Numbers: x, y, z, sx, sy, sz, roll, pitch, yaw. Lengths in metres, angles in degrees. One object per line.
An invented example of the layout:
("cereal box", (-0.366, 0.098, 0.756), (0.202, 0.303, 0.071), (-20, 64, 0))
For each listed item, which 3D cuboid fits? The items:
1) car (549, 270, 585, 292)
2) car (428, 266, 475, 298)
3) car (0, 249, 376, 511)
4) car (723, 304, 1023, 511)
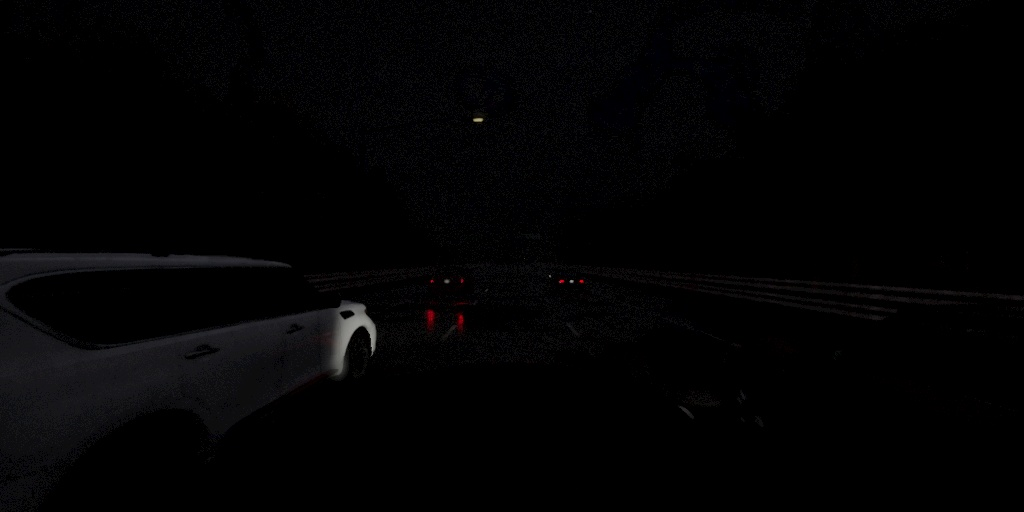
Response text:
("car", (3.614, 1.626, 24.186), (2.033, 1.411, 5.357), (0, -1, 0))
("car", (-3.389, 1.381, 20.833), (2.097, 1.767, 4.553), (0, -1, 0))
("car", (-3.399, 1.000, 3.781), (2.150, 2.045, 5.566), (0, -1, 0))
("car", (3.601, 1.113, 2.493), (2.097, 1.767, 4.553), (0, -1, 0))
